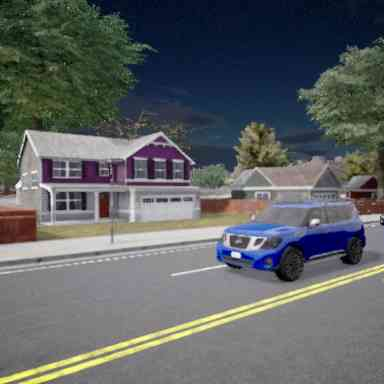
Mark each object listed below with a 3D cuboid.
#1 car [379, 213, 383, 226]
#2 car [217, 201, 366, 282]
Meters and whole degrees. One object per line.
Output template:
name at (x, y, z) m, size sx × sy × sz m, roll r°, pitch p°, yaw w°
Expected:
car at (15.274, 1.687, 23.883) m, size 4.902 × 1.511 × 2.128 m, roll 0°, pitch -1°, yaw -38°
car at (3.329, 1.310, 10.443) m, size 5.566 × 2.045 × 2.150 m, roll 0°, pitch -1°, yaw -38°
